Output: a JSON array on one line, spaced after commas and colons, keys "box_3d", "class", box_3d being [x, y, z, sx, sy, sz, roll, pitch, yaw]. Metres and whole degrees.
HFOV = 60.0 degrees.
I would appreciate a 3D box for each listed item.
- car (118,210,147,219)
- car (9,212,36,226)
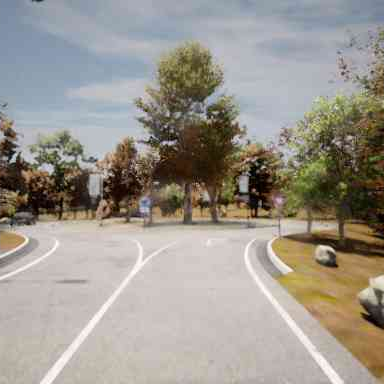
[{"box_3d": [-10.184, 3.869, 56.799, 4.892, 1.490, 1.837, 2, -4, -21], "class": "car"}, {"box_3d": [-18.801, 3.005, 37.063, 1.837, 1.490, 4.892, -1, -3, -14], "class": "car"}]
